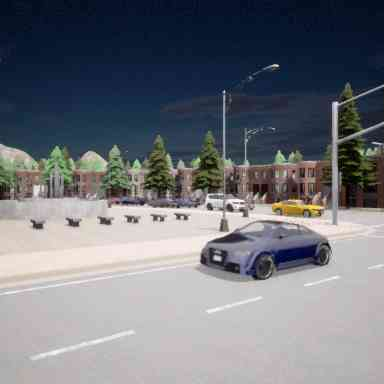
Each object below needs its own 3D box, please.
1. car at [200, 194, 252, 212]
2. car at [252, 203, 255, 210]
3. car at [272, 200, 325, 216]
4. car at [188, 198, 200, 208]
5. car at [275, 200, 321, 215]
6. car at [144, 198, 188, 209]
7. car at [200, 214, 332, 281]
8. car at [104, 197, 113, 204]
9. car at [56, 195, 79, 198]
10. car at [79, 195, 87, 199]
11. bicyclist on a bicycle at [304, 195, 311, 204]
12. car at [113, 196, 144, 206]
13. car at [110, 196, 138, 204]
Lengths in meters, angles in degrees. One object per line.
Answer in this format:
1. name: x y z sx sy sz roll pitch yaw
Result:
1. car: 3.831 1.221 38.651 2.150 2.045 5.566 0 0 -39
2. car: 5.689 1.526 41.745 1.812 1.442 4.674 0 0 -41
3. car: 9.758 1.478 30.785 1.882 1.535 5.008 0 0 -37
4. car: -1.248 1.547 48.412 5.357 1.411 2.033 0 0 37
5. car: 11.075 1.564 34.859 1.994 1.385 4.181 0 0 -37
6. car: -3.665 1.547 45.873 5.357 1.411 2.033 0 0 36
7. car: 2.289 1.564 9.946 4.181 1.385 1.994 0 0 -36
8. car: -14.075 1.564 58.835 4.181 1.385 1.994 0 0 18
9. car: -23.812 1.505 60.701 4.892 1.490 1.837 0 0 5
10. car: -22.551 1.352 63.996 4.553 1.767 2.097 0 0 7
11. bicyclist on a bicycle: 16.182 1.303 46.625 1.656 1.620 0.582 0 0 -37
12. car: -9.820 1.601 53.491 4.718 1.301 1.895 0 0 24
13. car: -12.730 1.505 62.067 4.892 1.490 1.837 0 0 18
